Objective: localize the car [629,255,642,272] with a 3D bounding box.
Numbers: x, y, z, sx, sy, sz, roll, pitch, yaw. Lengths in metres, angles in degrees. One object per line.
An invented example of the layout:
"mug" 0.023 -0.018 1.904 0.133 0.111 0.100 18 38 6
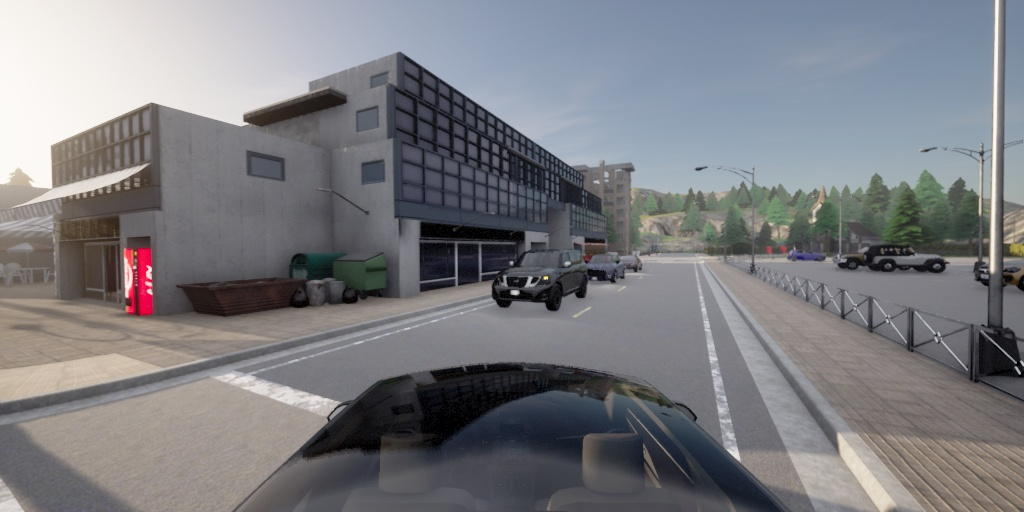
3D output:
"car" 10.336 0.612 31.739 1.812 1.442 4.674 0 1 27

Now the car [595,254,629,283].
"car" 5.741 0.663 22.596 2.097 1.767 4.553 0 1 27

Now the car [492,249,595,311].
"car" 1.328 0.749 13.805 2.150 2.045 5.566 0 1 27
